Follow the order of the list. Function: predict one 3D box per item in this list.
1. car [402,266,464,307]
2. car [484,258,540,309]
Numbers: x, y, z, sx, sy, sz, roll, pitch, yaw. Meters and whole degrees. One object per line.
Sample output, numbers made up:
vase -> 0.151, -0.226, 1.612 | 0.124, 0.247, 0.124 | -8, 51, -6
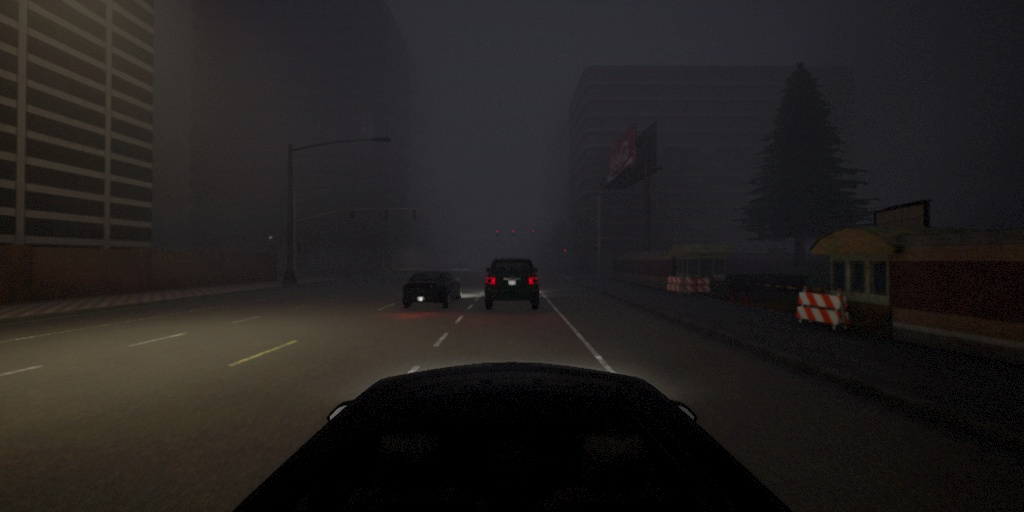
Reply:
car -> -3.494, 1.394, 16.164 | 1.837, 1.490, 4.892 | 0, 0, 0
car -> 0.003, 1.101, 15.881 | 2.150, 2.045, 5.566 | 0, 0, 0
